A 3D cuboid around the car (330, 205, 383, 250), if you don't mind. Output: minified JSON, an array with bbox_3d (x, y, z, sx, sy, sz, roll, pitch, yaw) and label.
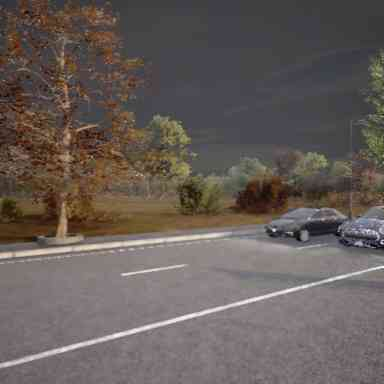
[{"bbox_3d":[8.108,1.341,13.707,4.553,1.767,2.097,0,0,-34],"label":"car"}]

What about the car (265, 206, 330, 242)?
[{"bbox_3d":[5.709,1.495,16.315,4.892,1.490,1.837,1,0,-34],"label":"car"}]
